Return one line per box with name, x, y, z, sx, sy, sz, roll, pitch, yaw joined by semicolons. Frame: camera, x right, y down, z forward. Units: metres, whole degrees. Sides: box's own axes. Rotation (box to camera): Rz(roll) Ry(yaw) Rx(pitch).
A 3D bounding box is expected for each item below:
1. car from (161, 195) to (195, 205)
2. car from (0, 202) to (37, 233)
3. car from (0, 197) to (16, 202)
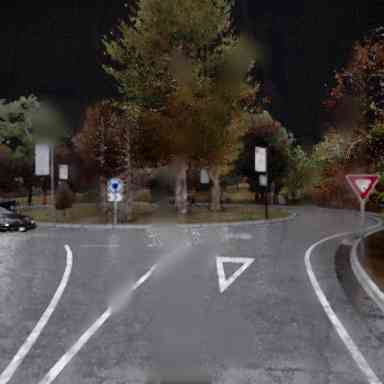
car;-2.057;1.136;48.590;5.008;1.535;1.882;1;0;9
car;-10.542;1.388;17.086;5.357;1.411;2.033;0;0;25
car;-20.043;1.263;33.690;1.882;1.535;5.008;-1;0;8
